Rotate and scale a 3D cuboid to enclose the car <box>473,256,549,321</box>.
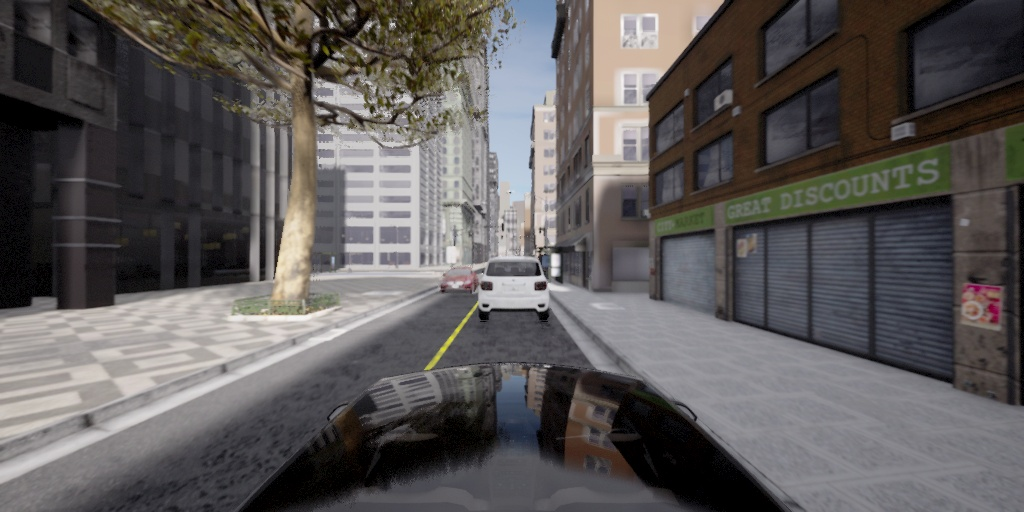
[{"bbox_3d":[0.076,1.046,12.853,2.150,2.045,5.566,0,0,1],"label":"car"}]

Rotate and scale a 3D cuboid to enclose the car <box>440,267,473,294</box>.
[{"bbox_3d":[-3.099,1.409,21.801,1.812,1.442,4.674,0,0,0],"label":"car"}]
